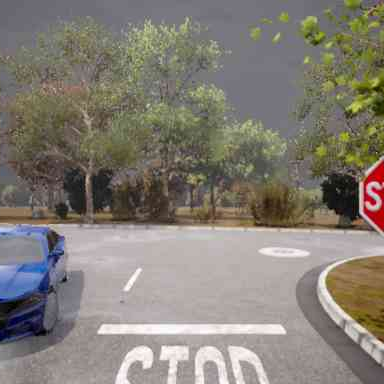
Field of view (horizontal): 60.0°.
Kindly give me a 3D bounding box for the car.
[{"bbox_3d":[-3.583,1.465,6.591,1.882,1.535,5.008,0,0,-16],"label":"car"}]
